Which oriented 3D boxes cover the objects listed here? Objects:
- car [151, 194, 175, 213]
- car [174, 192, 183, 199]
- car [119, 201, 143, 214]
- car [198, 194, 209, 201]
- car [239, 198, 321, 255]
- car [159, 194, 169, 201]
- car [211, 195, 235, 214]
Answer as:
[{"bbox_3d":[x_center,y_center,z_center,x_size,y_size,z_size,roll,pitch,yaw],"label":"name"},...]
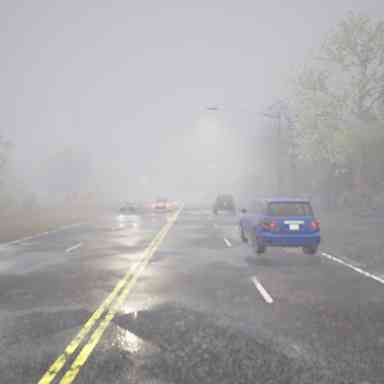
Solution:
[{"bbox_3d":[-3.351,1.417,37.528,2.097,1.767,4.553,0,0,0],"label":"car"},{"bbox_3d":[-3.279,0.998,78.116,2.150,2.045,5.566,0,0,0],"label":"car"},{"bbox_3d":[-6.606,1.664,36.359,1.895,1.301,4.718,0,0,0],"label":"car"},{"bbox_3d":[3.222,1.564,84.749,2.128,1.511,4.902,0,0,0],"label":"car"},{"bbox_3d":[3.344,1.261,13.626,2.150,2.045,5.566,0,0,0],"label":"car"},{"bbox_3d":[-6.529,1.297,78.145,1.812,1.442,4.674,0,0,0],"label":"car"},{"bbox_3d":[3.347,1.284,35.829,2.150,2.045,5.566,0,0,1],"label":"car"}]
